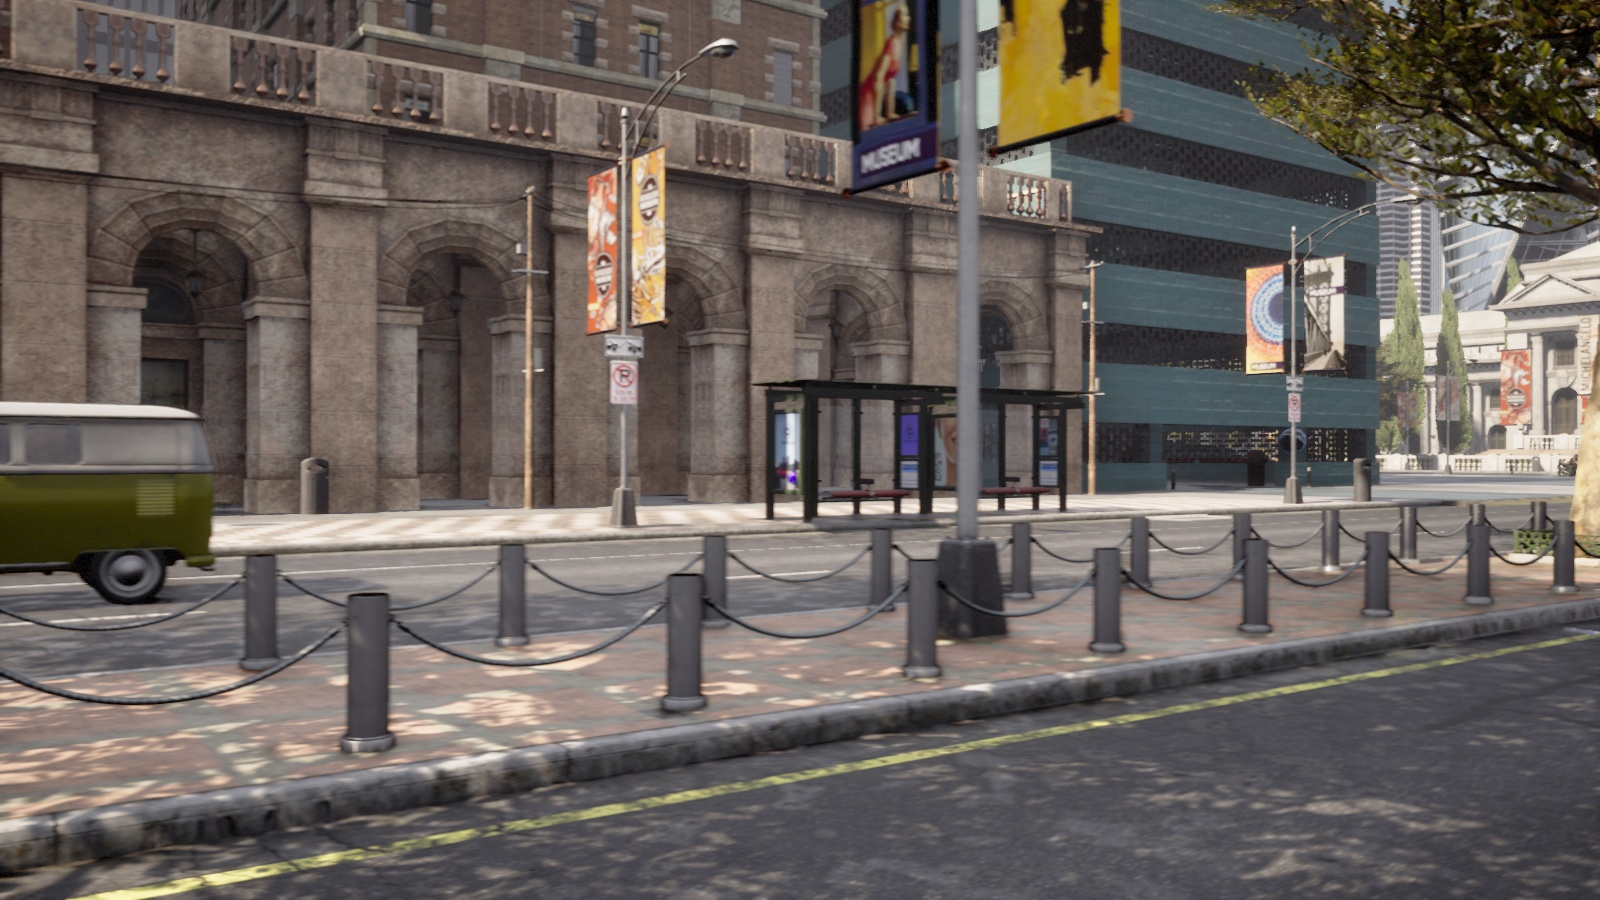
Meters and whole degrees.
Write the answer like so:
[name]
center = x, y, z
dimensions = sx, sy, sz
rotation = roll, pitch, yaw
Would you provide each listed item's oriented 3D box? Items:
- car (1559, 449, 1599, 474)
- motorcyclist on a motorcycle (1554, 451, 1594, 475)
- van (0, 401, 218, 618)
[car]
center = 52.291, 0.734, 82.258
dimensions = 1.851, 1.617, 3.988
rotation = 0, 0, -35
[motorcyclist on a motorcycle]
center = 49.433, 0.819, 80.238
dimensions = 0.797, 1.523, 2.044
rotation = 0, 0, -35
[van]
center = -8.145, 0.544, 12.002
dimensions = 4.442, 1.987, 1.775
rotation = 0, 0, -35
